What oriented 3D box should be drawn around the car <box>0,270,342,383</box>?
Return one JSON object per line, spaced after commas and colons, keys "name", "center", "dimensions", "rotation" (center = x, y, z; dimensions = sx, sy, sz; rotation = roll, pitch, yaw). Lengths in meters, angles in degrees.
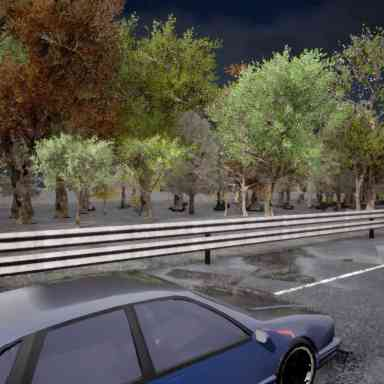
{"name": "car", "center": [-0.731, 1.547, 3.201], "dimensions": [5.357, 1.411, 2.033], "rotation": [0, 0, -38]}
